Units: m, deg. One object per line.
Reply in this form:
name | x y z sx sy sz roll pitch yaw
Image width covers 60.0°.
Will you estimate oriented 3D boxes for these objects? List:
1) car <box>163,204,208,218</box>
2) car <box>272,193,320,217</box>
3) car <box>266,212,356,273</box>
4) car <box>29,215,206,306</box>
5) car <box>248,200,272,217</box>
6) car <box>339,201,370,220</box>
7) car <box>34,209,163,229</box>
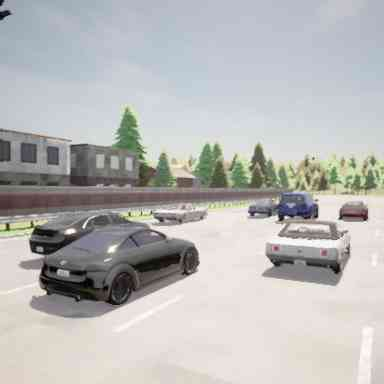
car | -0.661 1.474 23.752 1.895 1.301 4.718 0 0 30
car | 8.042 1.074 24.882 2.150 2.045 5.566 0 0 30
car | 3.924 1.537 10.584 1.895 1.301 4.718 0 0 30
car | -1.484 1.522 8.159 1.994 1.385 4.181 0 0 30
car | 6.583 1.378 29.396 2.033 1.411 5.357 0 0 30
car | 12.806 1.402 26.178 1.994 1.385 4.181 0 0 30
car | -3.324 1.446 12.004 1.837 1.490 4.892 0 0 30
